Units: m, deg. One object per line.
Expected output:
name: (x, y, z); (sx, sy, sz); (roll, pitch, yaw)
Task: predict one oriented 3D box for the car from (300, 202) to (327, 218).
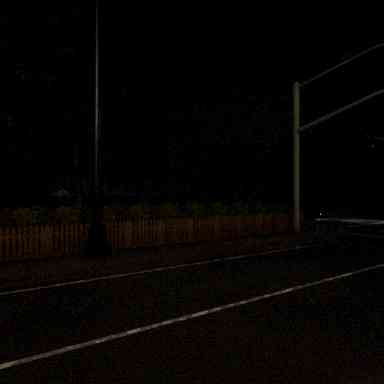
car: (9.861, 1.601, 30.565); (1.895, 1.301, 4.718); (0, 0, -35)
